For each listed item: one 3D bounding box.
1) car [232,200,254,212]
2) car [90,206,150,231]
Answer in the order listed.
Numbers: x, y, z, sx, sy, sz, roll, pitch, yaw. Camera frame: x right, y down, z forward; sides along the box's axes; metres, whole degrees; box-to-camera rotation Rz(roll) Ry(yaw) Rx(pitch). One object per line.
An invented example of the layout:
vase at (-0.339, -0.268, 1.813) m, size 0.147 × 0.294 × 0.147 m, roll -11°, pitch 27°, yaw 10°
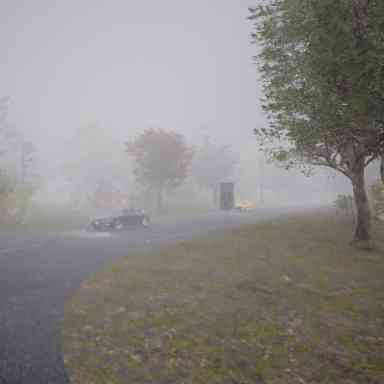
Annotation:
car at (7.022, 1.901, 45.355) m, size 1.882 × 1.535 × 5.008 m, roll 0°, pitch -1°, yaw 27°
car at (-4.763, 1.717, 22.668) m, size 1.837 × 1.490 × 4.892 m, roll 0°, pitch -1°, yaw 28°
